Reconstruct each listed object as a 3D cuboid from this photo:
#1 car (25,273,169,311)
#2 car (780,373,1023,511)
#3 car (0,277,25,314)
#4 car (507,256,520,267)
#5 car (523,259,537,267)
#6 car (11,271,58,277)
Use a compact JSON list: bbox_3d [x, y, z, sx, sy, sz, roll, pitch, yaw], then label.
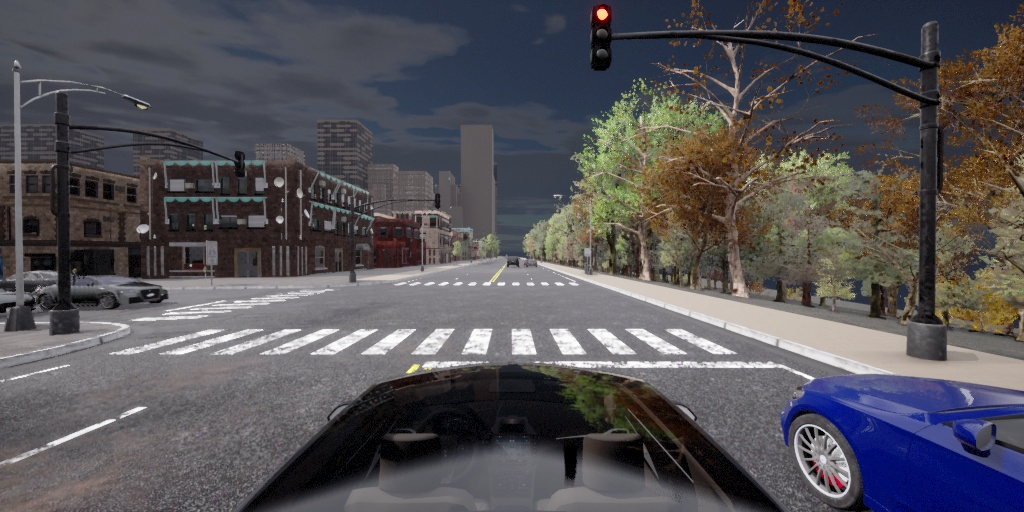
[{"bbox_3d":[-17.449,1.508,15.410,4.181,1.385,1.994,-1,1,2],"label":"car"},{"bbox_3d":[3.346,1.276,1.343,1.812,1.442,4.674,0,0,2],"label":"car"},{"bbox_3d":[-19.926,1.565,12.784,4.313,1.339,1.948,0,0,0],"label":"car"},{"bbox_3d":[0.218,0.948,63.727,2.150,2.045,5.566,0,0,1],"label":"car"},{"bbox_3d":[3.470,1.218,63.887,2.128,1.511,4.902,0,0,0],"label":"car"},{"bbox_3d":[-28.242,1.560,21.313,4.403,1.370,2.007,0,0,0],"label":"car"}]
